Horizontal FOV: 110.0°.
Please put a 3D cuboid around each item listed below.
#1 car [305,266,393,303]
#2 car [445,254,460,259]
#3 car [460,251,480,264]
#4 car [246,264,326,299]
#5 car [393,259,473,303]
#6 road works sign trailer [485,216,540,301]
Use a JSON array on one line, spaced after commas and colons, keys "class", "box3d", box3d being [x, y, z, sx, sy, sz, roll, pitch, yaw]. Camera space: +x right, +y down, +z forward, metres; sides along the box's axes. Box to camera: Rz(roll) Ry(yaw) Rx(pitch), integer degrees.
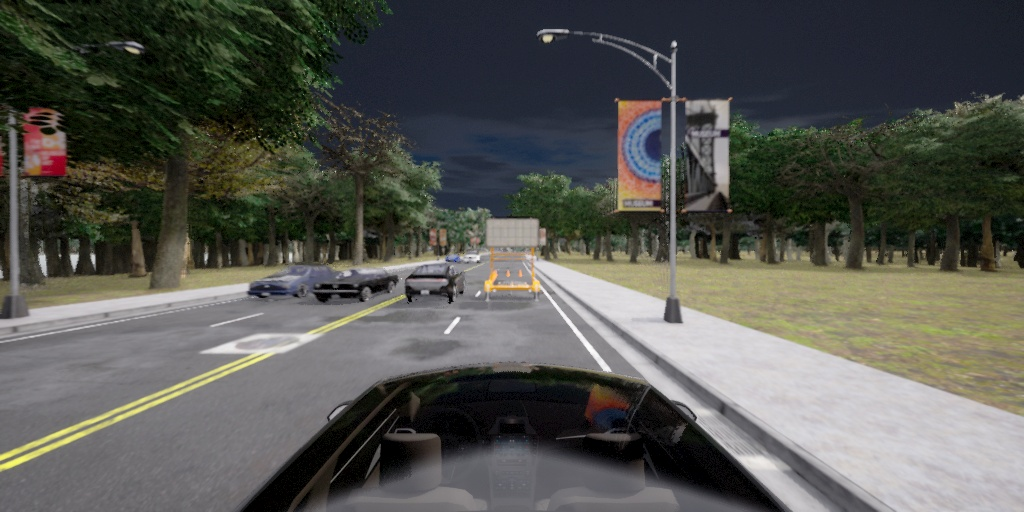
[{"class": "car", "box3d": [-6.580, 1.175, 15.588, 1.895, 1.301, 4.718, 0, 1, 0]}, {"class": "car", "box3d": [-9.497, 0.449, 57.691, 1.882, 1.535, 5.008, 0, 1, 1]}, {"class": "car", "box3d": [-6.259, 0.210, 56.549, 2.150, 2.045, 5.566, 0, 1, 1]}, {"class": "car", "box3d": [-9.826, 1.103, 16.979, 2.033, 1.411, 5.357, 0, 1, 0]}, {"class": "car", "box3d": [-3.129, 1.069, 15.361, 2.128, 1.511, 4.902, 0, 1, 0]}, {"class": "road works sign trailer", "box3d": [0.016, 0.033, 16.040, 2.380, 3.560, 2.880, 0, 0, 0]}]
